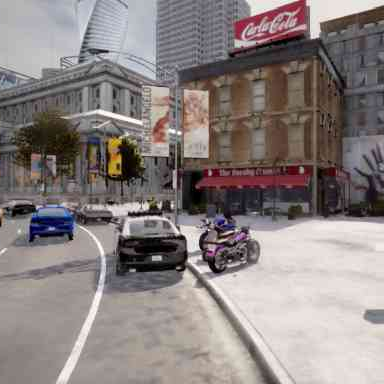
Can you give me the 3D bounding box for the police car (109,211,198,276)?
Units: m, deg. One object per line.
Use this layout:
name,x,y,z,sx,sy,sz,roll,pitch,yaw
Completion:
police car,-1.526,1.424,10.675,1.930,1.638,5.238,0,0,-15

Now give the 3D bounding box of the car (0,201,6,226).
car,-14.141,1.340,22.625,2.097,1.767,4.553,0,0,-32

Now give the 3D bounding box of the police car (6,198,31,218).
police car,-16.056,1.411,30.758,1.930,1.638,5.238,0,0,-40

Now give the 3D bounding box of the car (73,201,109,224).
car,-7.348,1.590,24.614,1.895,1.301,4.718,0,0,-28

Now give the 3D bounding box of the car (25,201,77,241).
car,-7.118,1.472,16.903,1.882,1.535,5.008,0,0,-22
